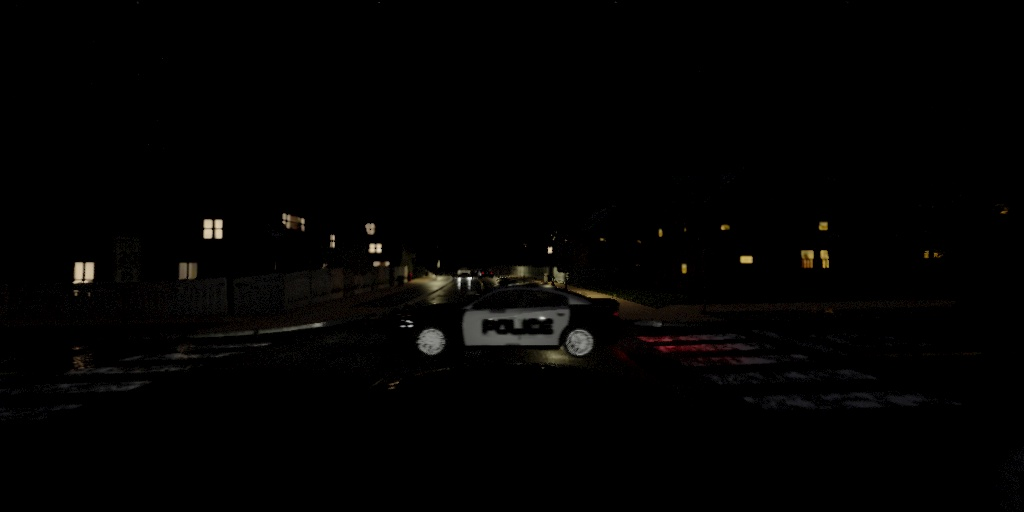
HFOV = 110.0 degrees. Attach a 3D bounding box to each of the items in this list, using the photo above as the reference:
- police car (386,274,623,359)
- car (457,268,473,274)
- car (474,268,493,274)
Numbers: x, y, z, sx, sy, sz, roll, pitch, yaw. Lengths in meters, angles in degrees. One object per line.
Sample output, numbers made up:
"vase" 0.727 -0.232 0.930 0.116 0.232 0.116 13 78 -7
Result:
"police car" -0.150 1.329 8.301 5.238 1.638 1.930 0 -1 0
"car" -7.330 2.507 54.627 1.812 1.442 4.674 0 -2 -10
"car" -3.725 2.411 50.169 2.033 1.411 5.357 0 -2 -10
